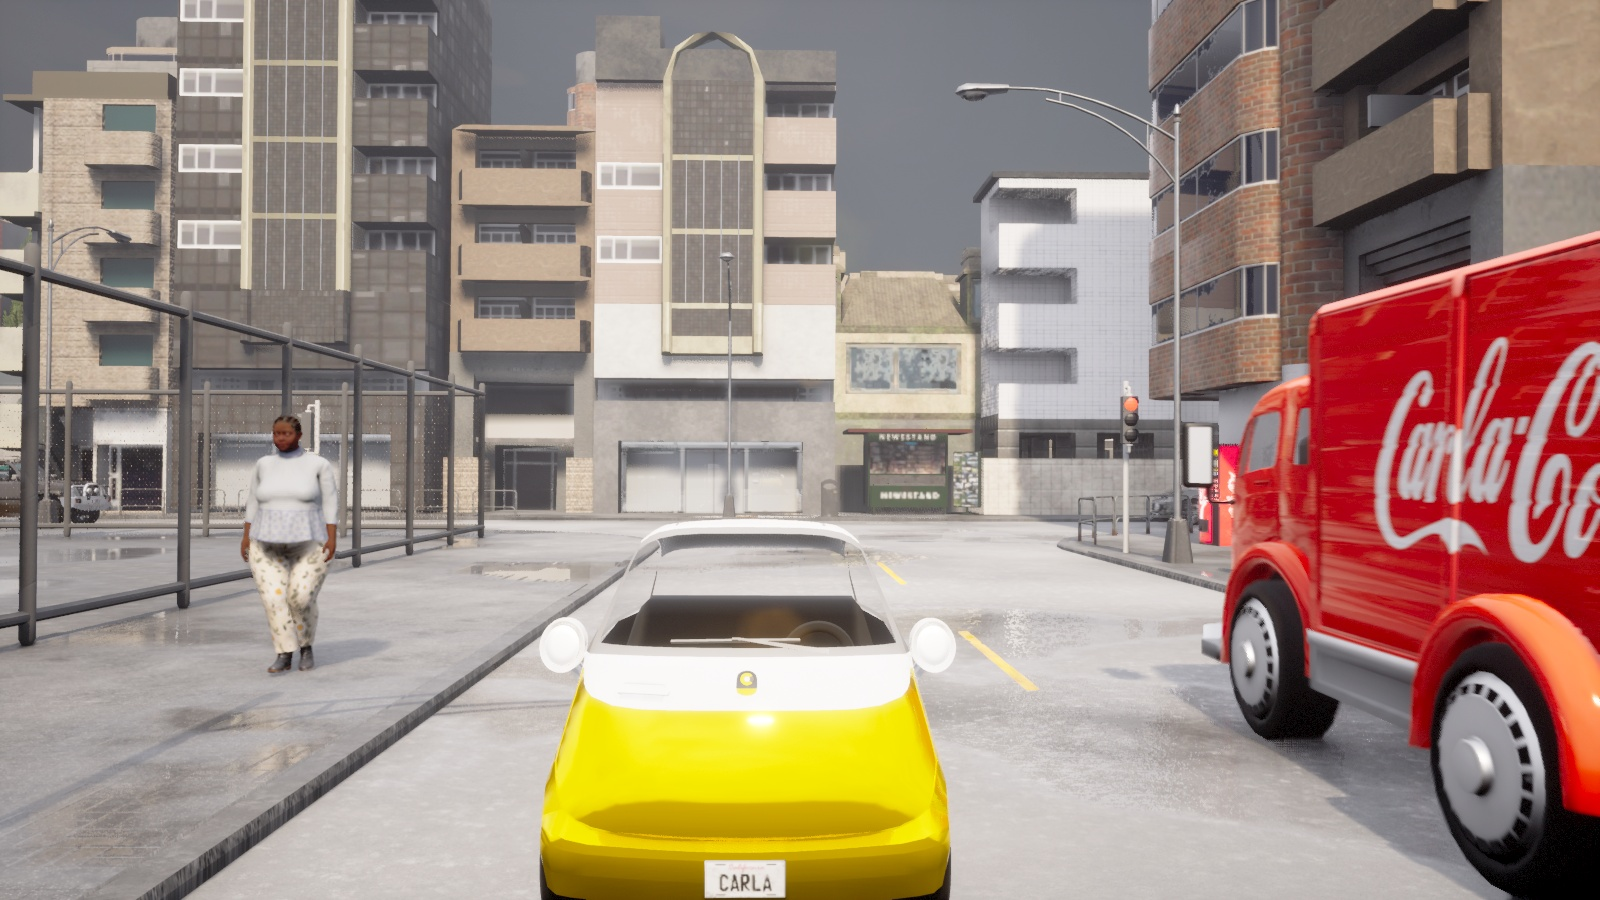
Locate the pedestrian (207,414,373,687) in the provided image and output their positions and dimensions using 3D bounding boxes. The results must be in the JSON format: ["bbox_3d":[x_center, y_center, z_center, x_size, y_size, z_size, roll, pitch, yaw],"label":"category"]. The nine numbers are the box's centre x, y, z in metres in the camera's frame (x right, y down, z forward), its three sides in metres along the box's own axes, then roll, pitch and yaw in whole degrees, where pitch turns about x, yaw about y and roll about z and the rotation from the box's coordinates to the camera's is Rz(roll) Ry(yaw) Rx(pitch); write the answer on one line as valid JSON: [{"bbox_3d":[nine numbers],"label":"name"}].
[{"bbox_3d":[-3.640,0.690,9.041,0.874,1.855,0.900,0,-1,-5],"label":"pedestrian"}]

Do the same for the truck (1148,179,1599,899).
[{"bbox_3d":[3.776,0.414,6.036,2.627,2.467,5.204,0,-1,-2],"label":"truck"}]

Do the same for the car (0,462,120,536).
[{"bbox_3d":[-20.481,1.259,32.573,4.605,1.855,1.932,0,-1,-1],"label":"car"}]

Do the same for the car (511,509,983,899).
[{"bbox_3d":[-0.190,0.955,5.061,1.481,1.376,2.207,0,-1,-1],"label":"car"}]

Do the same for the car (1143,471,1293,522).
[{"bbox_3d":[12.412,1.358,37.454,3.806,1.475,1.970,0,-1,-2],"label":"car"}]
